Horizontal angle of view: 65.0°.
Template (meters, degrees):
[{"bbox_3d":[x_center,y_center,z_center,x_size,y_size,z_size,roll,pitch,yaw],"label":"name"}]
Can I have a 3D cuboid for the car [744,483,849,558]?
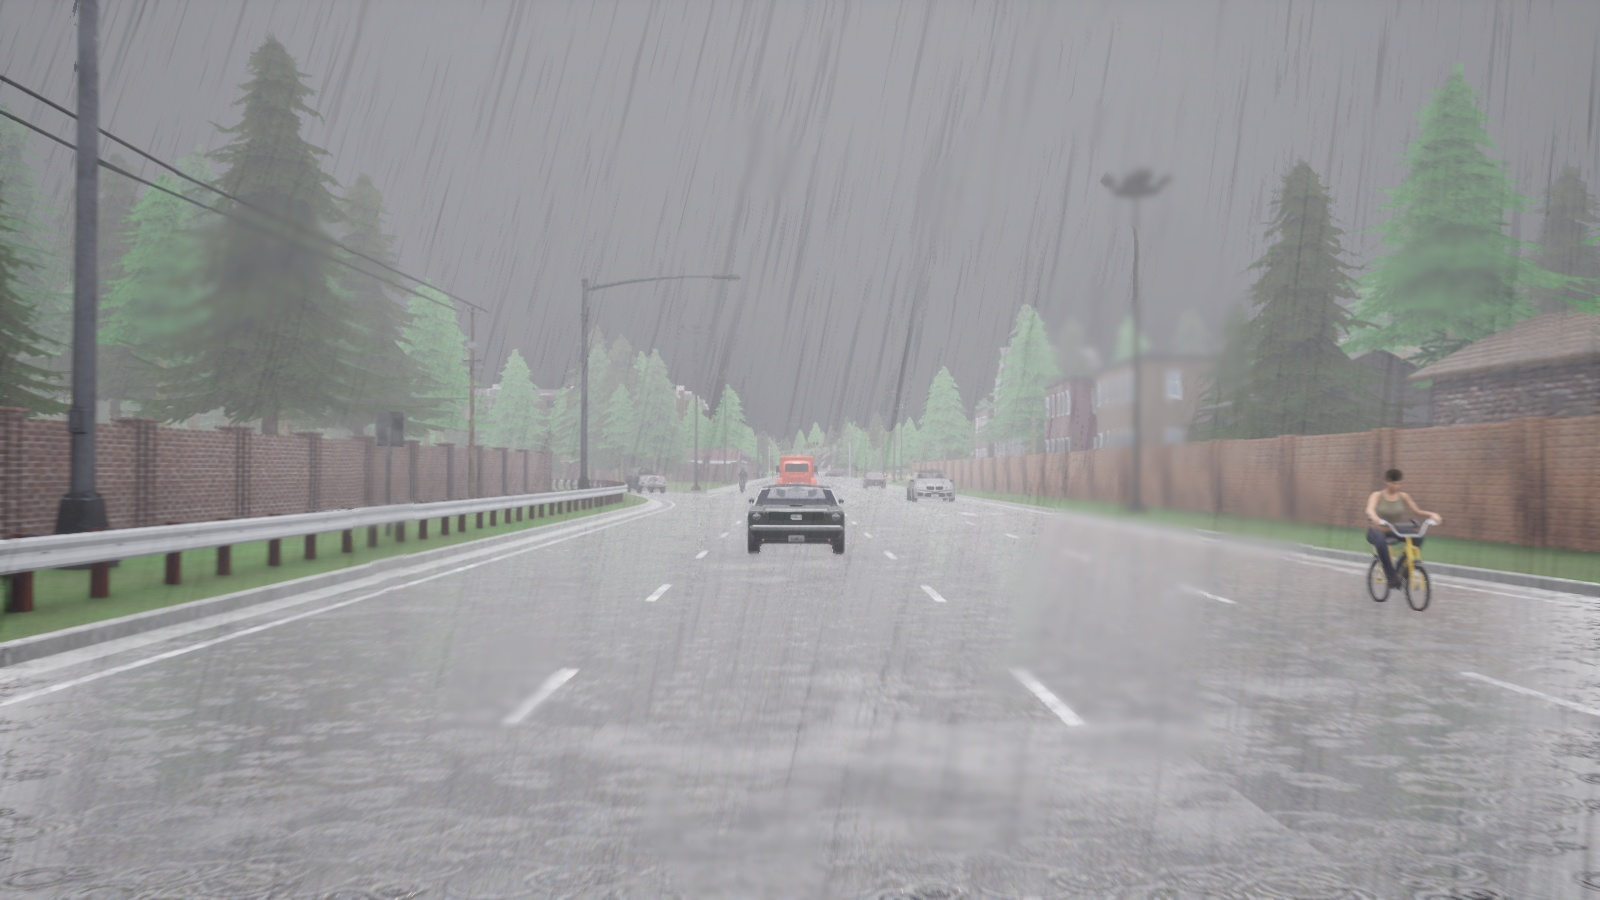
[{"bbox_3d":[-0.063,1.334,25.076,1.895,1.301,4.718,0,-1,0],"label":"car"}]

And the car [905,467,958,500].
[{"bbox_3d":[6.839,1.728,65.750,2.242,1.667,4.611,0,-1,0],"label":"car"}]

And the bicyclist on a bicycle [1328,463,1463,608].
[{"bbox_3d":[6.968,0.970,14.779,0.866,1.612,1.509,0,-1,0],"label":"bicyclist on a bicycle"}]

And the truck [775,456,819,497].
[{"bbox_3d":[-0.188,1.624,77.651,2.627,2.467,5.204,0,-1,0],"label":"truck"}]

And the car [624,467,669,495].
[{"bbox_3d":[-10.607,2.116,86.444,1.932,1.855,4.605,0,-1,-22],"label":"car"}]
